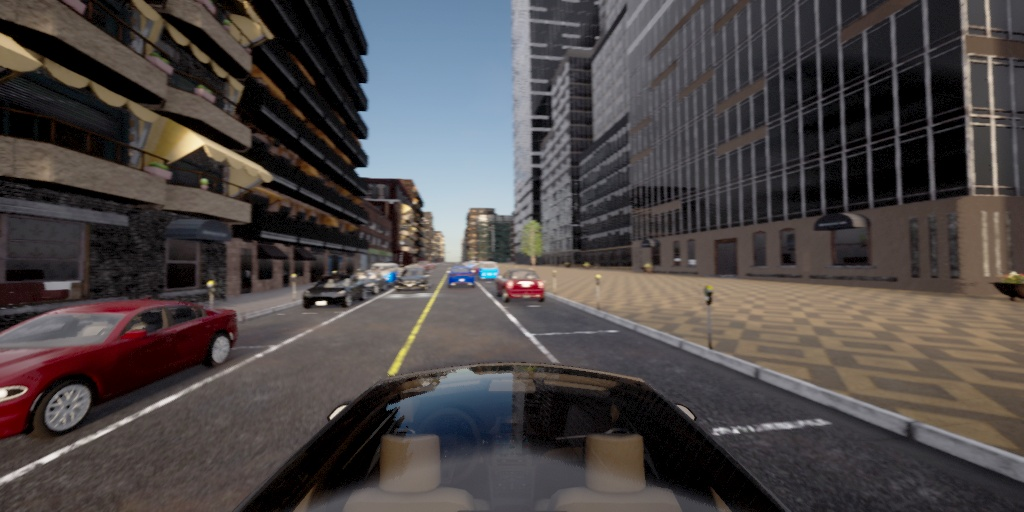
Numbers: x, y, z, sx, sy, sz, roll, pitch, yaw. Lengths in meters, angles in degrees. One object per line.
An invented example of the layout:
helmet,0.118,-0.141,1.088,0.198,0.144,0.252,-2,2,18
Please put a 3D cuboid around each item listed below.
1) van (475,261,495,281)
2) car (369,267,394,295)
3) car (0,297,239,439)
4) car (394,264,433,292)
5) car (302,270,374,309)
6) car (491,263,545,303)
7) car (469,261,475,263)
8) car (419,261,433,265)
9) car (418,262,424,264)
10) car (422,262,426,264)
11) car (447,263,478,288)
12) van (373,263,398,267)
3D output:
van,-2.331,1.429,34.306,1.690,1.789,3.998,0,0,-9
car,-8.850,1.586,21.984,2.007,1.370,4.403,0,0,-9
car,-6.216,1.394,5.485,1.888,1.381,4.507,0,0,-9
car,-6.537,1.536,23.981,1.837,1.490,4.892,-1,-1,-9
car,-7.972,1.539,16.485,1.948,1.339,4.313,0,0,-9
car,0.304,1.341,17.806,1.967,1.591,4.097,0,0,-9
car,-4.992,1.801,50.971,1.751,1.417,4.829,0,0,-9
car,-14.997,1.788,60.482,2.192,1.841,5.009,0,0,-9
car,-12.362,1.835,43.982,2.007,1.370,4.403,0,0,-9
car,-13.214,1.872,49.315,1.751,1.417,4.829,0,0,-9
car,-3.797,1.509,26.898,1.882,1.535,5.008,0,0,-9
van,-9.728,1.438,27.485,1.690,1.789,3.998,0,0,-9
